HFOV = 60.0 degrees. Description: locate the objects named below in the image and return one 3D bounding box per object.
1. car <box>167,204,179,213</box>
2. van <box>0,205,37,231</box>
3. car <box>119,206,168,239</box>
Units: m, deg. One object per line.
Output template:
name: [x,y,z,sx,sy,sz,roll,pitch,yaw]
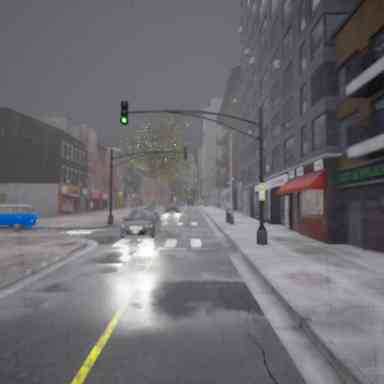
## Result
car: [-2.785,2.319,47.351,1.895,1.301,4.718,0,-1,0]
van: [-12.942,1.769,23.100,3.998,1.788,1.690,0,-3,0]
car: [-2.766,1.717,18.707,2.128,1.511,4.902,0,-1,0]
